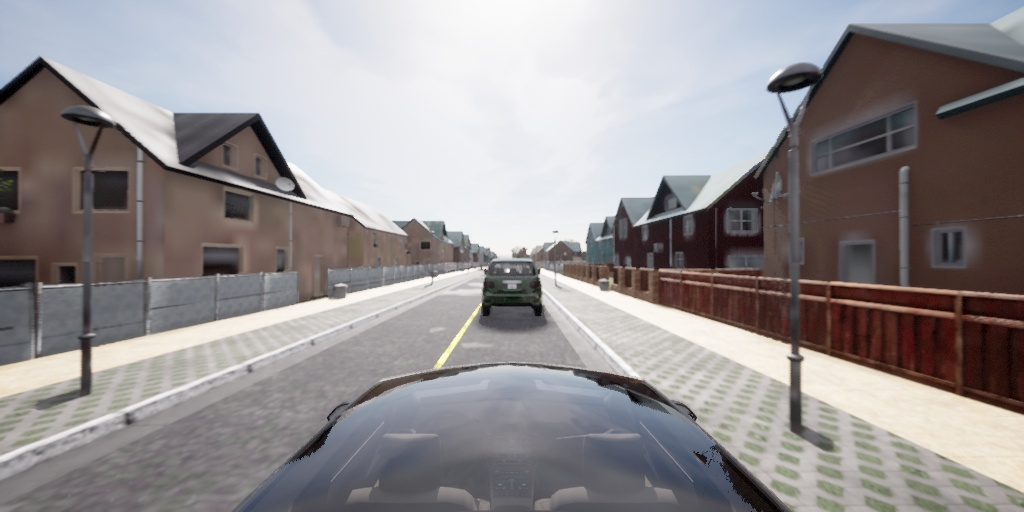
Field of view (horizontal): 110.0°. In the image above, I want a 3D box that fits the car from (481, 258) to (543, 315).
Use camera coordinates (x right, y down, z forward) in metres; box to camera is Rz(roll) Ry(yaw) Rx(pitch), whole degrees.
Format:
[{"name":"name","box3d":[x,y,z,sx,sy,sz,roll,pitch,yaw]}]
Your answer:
[{"name":"car","box3d":[0.013,1.110,14.420,2.150,2.045,5.566,0,0,0]}]
